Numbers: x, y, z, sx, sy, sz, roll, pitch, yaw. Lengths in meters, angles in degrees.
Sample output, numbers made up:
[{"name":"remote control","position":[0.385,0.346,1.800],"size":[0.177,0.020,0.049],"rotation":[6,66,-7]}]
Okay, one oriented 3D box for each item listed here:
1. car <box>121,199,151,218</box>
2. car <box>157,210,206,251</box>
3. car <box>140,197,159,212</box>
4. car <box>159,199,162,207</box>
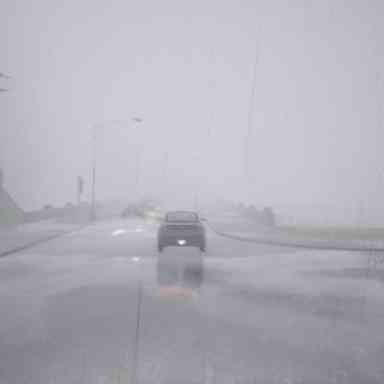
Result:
[{"name":"car","position":[-5.181,1.630,30.249],"size":[1.895,1.301,4.718],"rotation":[0,0,-2]},{"name":"car","position":[-0.444,1.535,14.260],"size":[1.837,1.490,4.892],"rotation":[0,0,-2]},{"name":"car","position":[-5.494,1.402,39.790],"size":[2.097,1.767,4.553],"rotation":[0,0,-2]},{"name":"car","position":[-5.937,1.643,53.835],"size":[1.994,1.385,4.181],"rotation":[0,0,-1]}]
